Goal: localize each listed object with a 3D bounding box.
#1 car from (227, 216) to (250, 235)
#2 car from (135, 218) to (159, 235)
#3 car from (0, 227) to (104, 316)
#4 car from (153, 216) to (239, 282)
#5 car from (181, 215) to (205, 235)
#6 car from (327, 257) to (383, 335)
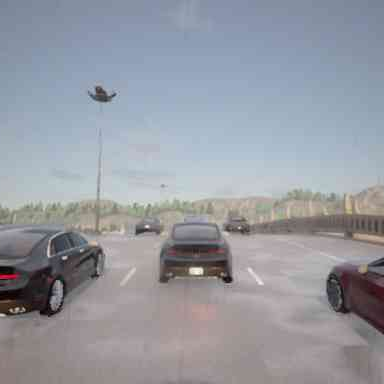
[{"bbox_3d":[3.596,2.766,27.635,2.128,1.511,4.902,0,-6,0],"label":"car"},{"bbox_3d":[-3.404,2.809,27.367,1.994,1.385,4.181,0,-6,0],"label":"car"},{"bbox_3d":[-3.402,1.553,7.563,1.837,1.490,4.892,0,-1,0],"label":"car"},{"bbox_3d":[0.098,1.613,10.000,1.837,1.490,4.892,0,-1,0],"label":"car"},{"bbox_3d":[0.095,2.824,28.323,1.882,1.535,5.008,0,-6,0],"label":"car"},{"bbox_3d":[3.599,1.540,4.735,1.812,1.442,4.674,0,0,0],"label":"car"}]
